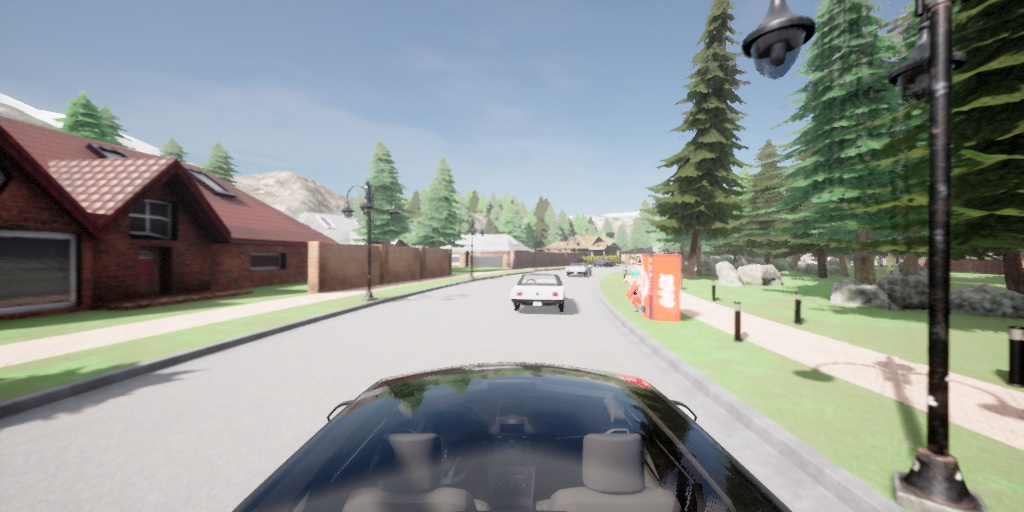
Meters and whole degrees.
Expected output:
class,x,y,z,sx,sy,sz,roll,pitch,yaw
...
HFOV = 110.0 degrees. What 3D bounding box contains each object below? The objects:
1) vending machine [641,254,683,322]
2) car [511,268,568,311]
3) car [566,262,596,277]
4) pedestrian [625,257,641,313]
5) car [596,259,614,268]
class,x,y,z,sx,sy,sz,roll,pitch,yaw
vending machine,4.392,0.938,10.640,1.100,2.100,0.880,0,0,6
car,1.177,1.321,14.349,1.895,1.301,4.718,0,0,8
car,6.681,1.285,35.273,1.895,1.301,4.718,0,0,21
pedestrian,3.907,0.880,11.438,0.375,1.860,0.375,0,0,7
car,14.830,1.200,58.220,2.033,1.411,5.357,0,0,35
